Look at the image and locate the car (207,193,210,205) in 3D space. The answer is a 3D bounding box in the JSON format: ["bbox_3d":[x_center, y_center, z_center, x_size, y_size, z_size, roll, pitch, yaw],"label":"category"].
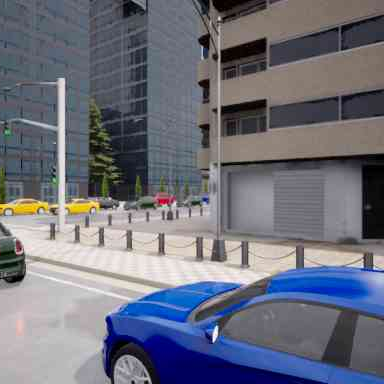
[{"bbox_3d":[1.119,1.166,55.982,2.150,2.045,5.566,0,0,36],"label":"car"}]

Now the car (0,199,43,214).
[{"bbox_3d":[-16.340,1.422,31.948,1.882,1.535,5.008,0,0,36],"label":"car"}]

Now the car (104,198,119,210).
[{"bbox_3d":[-10.823,1.436,39.554,2.128,1.511,4.902,0,0,36],"label":"car"}]

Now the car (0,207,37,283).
[{"bbox_3d":[-6.240,1.352,8.441,4.553,1.767,2.097,0,0,36],"label":"car"}]

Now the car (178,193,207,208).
[{"bbox_3d":[-0.300,1.296,48.098,2.097,1.767,4.553,0,0,36],"label":"car"}]

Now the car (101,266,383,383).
[{"bbox_3d":[1.254,1.478,3.097,5.008,1.535,1.882,0,0,36],"label":"car"}]

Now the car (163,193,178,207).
[{"bbox_3d":[-4.908,1.166,47.716,2.150,2.045,5.566,0,0,35],"label":"car"}]

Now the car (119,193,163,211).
[{"bbox_3d":[-6.111,1.296,40.092,2.097,1.767,4.553,0,0,36],"label":"car"}]

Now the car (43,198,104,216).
[{"bbox_3d":[-11.484,1.422,32.675,1.882,1.535,5.008,0,0,36],"label":"car"}]
